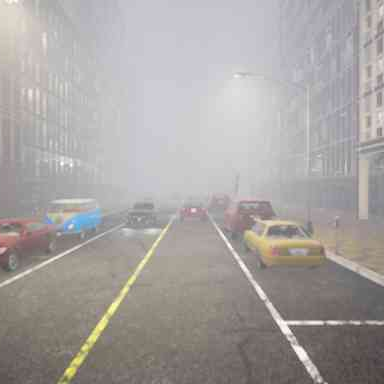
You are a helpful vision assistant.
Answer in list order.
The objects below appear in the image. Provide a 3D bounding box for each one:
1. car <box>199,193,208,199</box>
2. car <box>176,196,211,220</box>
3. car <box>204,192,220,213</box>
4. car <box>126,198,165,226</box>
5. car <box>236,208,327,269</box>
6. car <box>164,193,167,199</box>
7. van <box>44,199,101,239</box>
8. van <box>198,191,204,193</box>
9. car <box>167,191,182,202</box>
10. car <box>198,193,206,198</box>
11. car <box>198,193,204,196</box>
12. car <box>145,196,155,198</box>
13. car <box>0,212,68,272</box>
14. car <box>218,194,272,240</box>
[{"bbox_3d":[2.704,0.974,78.875,1.802,1.307,4.206,0,1,0],"label":"car"},{"bbox_3d":[0.104,1.330,25.920,2.163,1.488,4.792,0,0,0],"label":"car"},{"bbox_3d":[2.697,1.088,33.292,2.192,1.841,5.009,0,0,0],"label":"car"},{"bbox_3d":[-3.095,1.358,21.989,1.837,1.490,4.892,0,0,0],"label":"car"},{"bbox_3d":[2.692,1.454,10.675,1.752,1.417,4.829,0,0,0],"label":"car"},{"bbox_3d":[-5.676,0.943,78.876,2.008,1.369,4.403,0,1,0],"label":"car"},{"bbox_3d":[-5.687,1.234,16.204,1.690,1.788,3.998,0,0,0],"label":"van"},{"bbox_3d":[2.703,0.836,67.476,1.690,1.788,3.998,0,1,0],"label":"van"},{"bbox_3d":[-3.010,0.754,63.296,2.150,2.045,5.566,0,1,1],"label":"car"},{"bbox_3d":[2.706,0.852,90.268,1.947,1.339,4.313,0,1,0],"label":"car"},{"bbox_3d":[0.106,1.210,42.190,2.163,1.488,4.792,0,0,0],"label":"car"},{"bbox_3d":[-5.682,1.252,44.693,1.947,1.339,4.313,0,0,0],"label":"car"},{"bbox_3d":[-5.688,1.512,10.507,1.802,1.307,4.206,0,0,0],"label":"car"},{"bbox_3d":[2.693,1.208,16.202,2.192,1.841,5.009,0,0,0],"label":"car"}]
